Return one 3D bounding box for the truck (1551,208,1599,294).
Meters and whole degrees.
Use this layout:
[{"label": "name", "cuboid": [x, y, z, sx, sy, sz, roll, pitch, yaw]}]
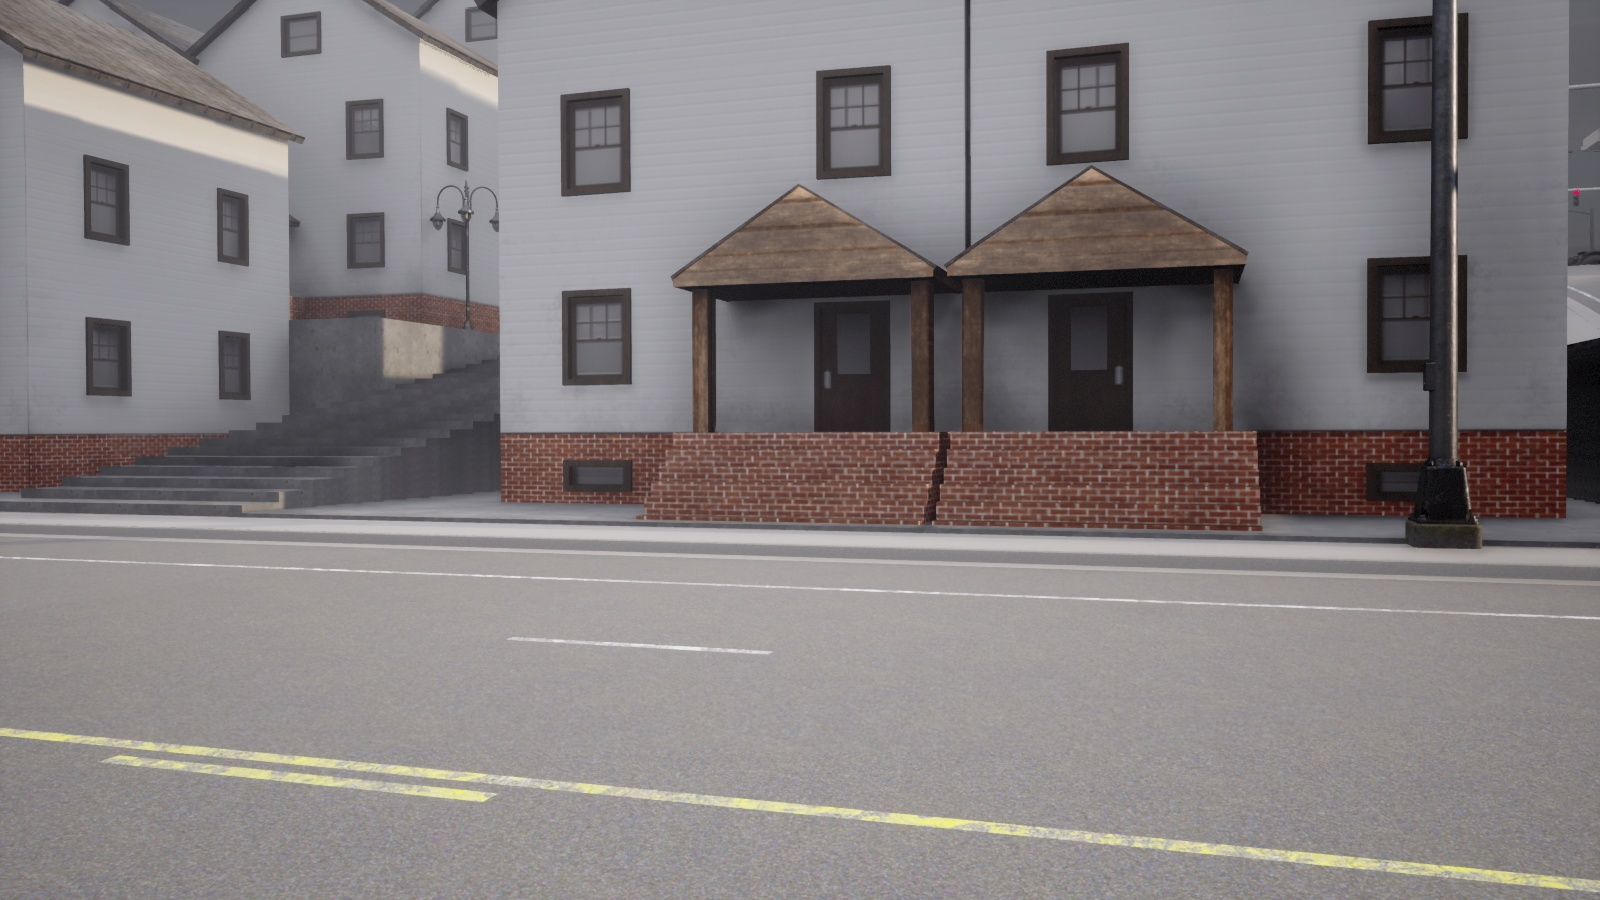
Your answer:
[{"label": "truck", "cuboid": [38.382, -8.971, 56.037, 7.936, 3.462, 2.891, 0, 1, 18]}]
